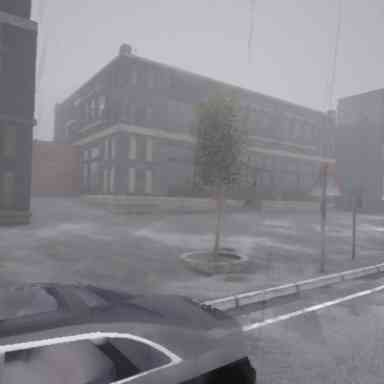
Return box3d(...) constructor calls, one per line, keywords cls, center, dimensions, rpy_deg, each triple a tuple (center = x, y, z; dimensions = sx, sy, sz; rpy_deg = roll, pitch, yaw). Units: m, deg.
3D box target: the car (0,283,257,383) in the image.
box3d(cls="car", center=(-1.706, 1.520, 2.153), dimensions=(4.902, 1.511, 2.128), rpy_deg=(2, 0, -36))
